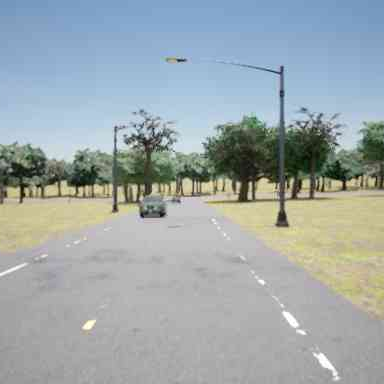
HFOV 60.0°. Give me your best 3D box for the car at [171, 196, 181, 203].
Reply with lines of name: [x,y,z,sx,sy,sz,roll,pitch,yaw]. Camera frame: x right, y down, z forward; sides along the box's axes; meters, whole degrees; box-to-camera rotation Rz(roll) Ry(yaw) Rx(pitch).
car: [-3.487,1.687,72.765,1.882,1.535,5.008,0,0,0]

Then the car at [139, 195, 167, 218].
car: [-3.591,1.317,31.503,2.150,2.045,5.566,0,0,0]
